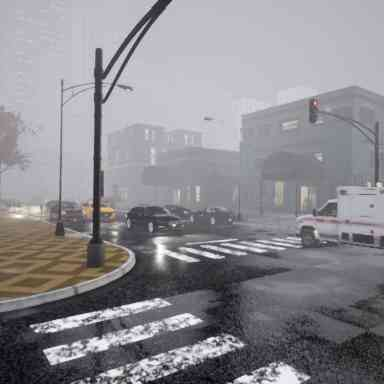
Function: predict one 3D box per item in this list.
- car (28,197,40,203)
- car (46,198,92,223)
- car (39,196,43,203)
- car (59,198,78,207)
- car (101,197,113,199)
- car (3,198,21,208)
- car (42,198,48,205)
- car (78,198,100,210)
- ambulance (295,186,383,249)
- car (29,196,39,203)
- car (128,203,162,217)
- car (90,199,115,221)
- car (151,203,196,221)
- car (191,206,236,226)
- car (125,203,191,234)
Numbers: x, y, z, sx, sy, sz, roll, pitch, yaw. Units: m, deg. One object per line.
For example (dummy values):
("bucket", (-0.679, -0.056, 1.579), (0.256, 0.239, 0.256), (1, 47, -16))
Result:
("car", (-40.333, 2.049, 84.861), (2.008, 1.369, 4.403), (1, -1, -35))
("car", (-9.420, 1.492, 25.246), (1.967, 1.590, 4.097), (1, -1, -35))
("car", (-30.952, 1.943, 71.308), (1.752, 1.417, 4.829), (1, -1, -35))
("car", (-21.378, 1.776, 57.476), (1.967, 1.590, 4.097), (1, -1, -35))
("car", (-11.832, 1.572, 43.832), (2.192, 1.841, 5.009), (1, -1, -35))
("car", (-28.171, 1.737, 52.565), (1.752, 1.417, 4.829), (1, -1, -35))
("car", (-15.967, 1.643, 39.524), (1.882, 1.535, 5.008), (1, -1, -34))
("car", (-15.019, 1.723, 48.377), (1.967, 1.590, 4.097), (1, -1, -35))
("ambulance", (6.823, 1.031, 11.986), (2.351, 2.431, 6.366), (0, 0, -35))
("car", (-37.172, 1.786, 80.299), (2.192, 1.841, 5.009), (1, -1, -35))
("car", (-4.834, 1.782, 33.796), (1.802, 1.307, 4.206), (1, -1, -35))
("car", (-8.147, 1.577, 28.193), (1.882, 1.535, 5.008), (1, -1, -35))
("car", (-1.715, 1.740, 29.290), (1.947, 1.339, 4.313), (1, -1, -35))
("car", (1.405, 1.699, 24.782), (2.008, 1.369, 4.403), (1, -1, -35))
("car", (-2.348, 1.557, 19.803), (1.837, 1.490, 4.892), (1, -1, -35))
